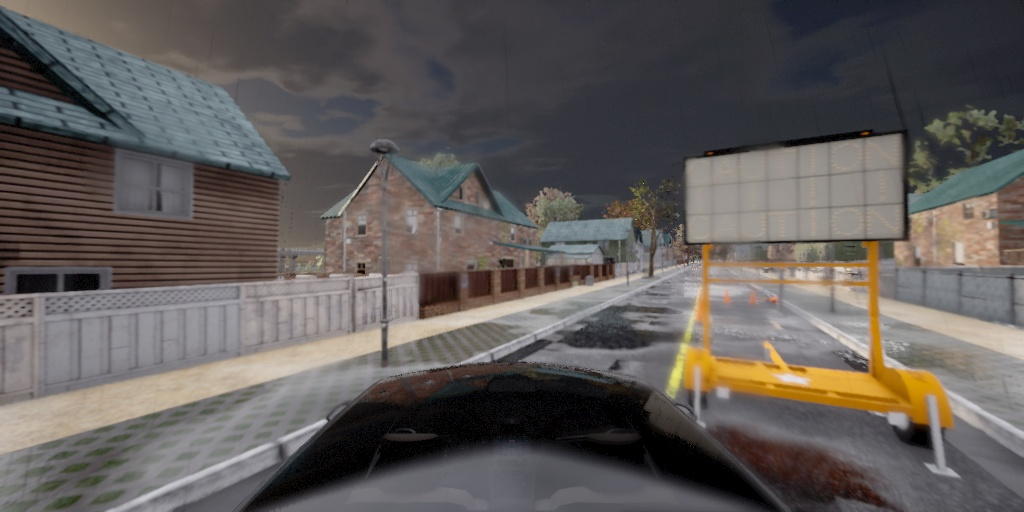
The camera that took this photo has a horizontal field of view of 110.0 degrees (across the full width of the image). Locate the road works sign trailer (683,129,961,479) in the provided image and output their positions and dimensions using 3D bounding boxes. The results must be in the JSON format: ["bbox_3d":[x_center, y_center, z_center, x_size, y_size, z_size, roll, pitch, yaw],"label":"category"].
[{"bbox_3d":[3.747,0.232,4.985,2.380,3.560,2.880,0,0,29],"label":"road works sign trailer"}]
